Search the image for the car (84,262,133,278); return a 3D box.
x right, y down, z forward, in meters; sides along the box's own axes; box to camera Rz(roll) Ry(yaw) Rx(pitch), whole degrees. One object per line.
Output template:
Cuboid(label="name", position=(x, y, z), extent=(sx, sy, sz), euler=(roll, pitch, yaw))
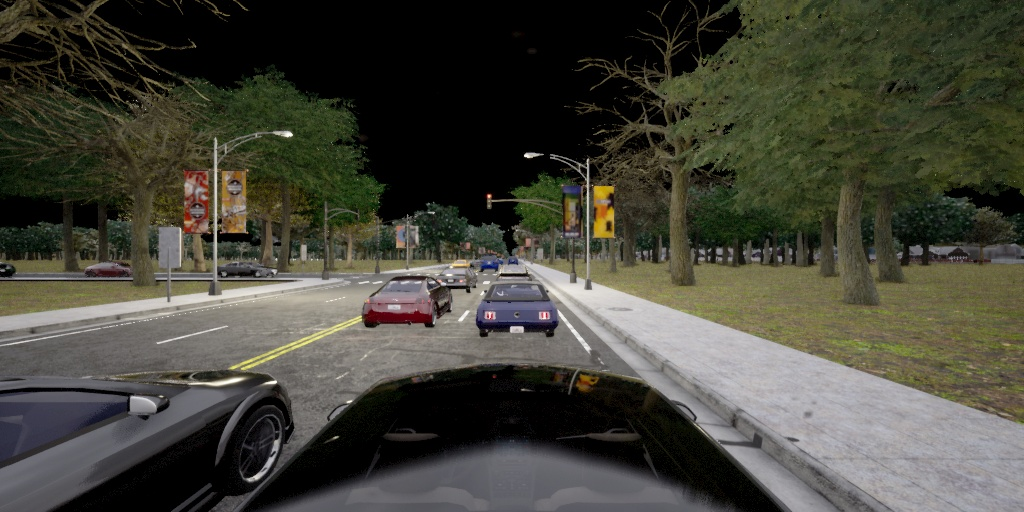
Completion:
Cuboid(label="car", position=(-34.739, 1.244, 31.592), extent=(4.674, 1.442, 1.812), euler=(0, 0, 0))

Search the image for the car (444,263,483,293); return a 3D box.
Cuboid(label="car", position=(-3.098, 1.300, 20.667), extent=(2.033, 1.411, 5.357), euler=(0, 0, 0))

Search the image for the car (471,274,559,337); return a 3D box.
Cuboid(label="car", position=(0.123, 1.351, 10.190), extent=(1.895, 1.301, 4.718), euler=(0, 0, 0))

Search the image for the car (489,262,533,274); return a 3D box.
Cuboid(label="car", position=(0.129, 1.244, 19.444), extent=(2.128, 1.511, 4.902), euler=(0, 0, 1))

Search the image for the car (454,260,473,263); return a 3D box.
Cuboid(label="car", position=(-6.474, 1.241, 45.465), extent=(1.882, 1.535, 5.008), euler=(0, 0, 0))

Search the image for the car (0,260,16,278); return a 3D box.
Cuboid(label="car", position=(-47.649, 0.932, 31.663), extent=(5.566, 2.045, 2.150), euler=(0, 0, 0))

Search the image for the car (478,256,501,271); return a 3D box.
Cuboid(label="car", position=(-2.817, 0.985, 45.346), extent=(2.150, 2.045, 5.566), euler=(0, 0, -2))

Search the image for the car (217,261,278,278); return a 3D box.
Cuboid(label="car", position=(-23.301, 1.223, 31.552), extent=(4.902, 1.511, 2.128), euler=(0, 0, 0))

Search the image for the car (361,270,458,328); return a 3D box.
Cuboid(label="car", position=(-3.117, 1.315, 11.426), extent=(1.994, 1.385, 4.181), euler=(0, 0, -1))

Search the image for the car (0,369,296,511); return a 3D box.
Cuboid(label="car", position=(-3.152, 1.314, 1.862), extent=(1.994, 1.385, 4.181), euler=(0, 0, 0))

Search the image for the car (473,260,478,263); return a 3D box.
Cuboid(label="car", position=(-6.435, 1.372, 54.872), extent=(1.895, 1.301, 4.718), euler=(0, 0, 0))
